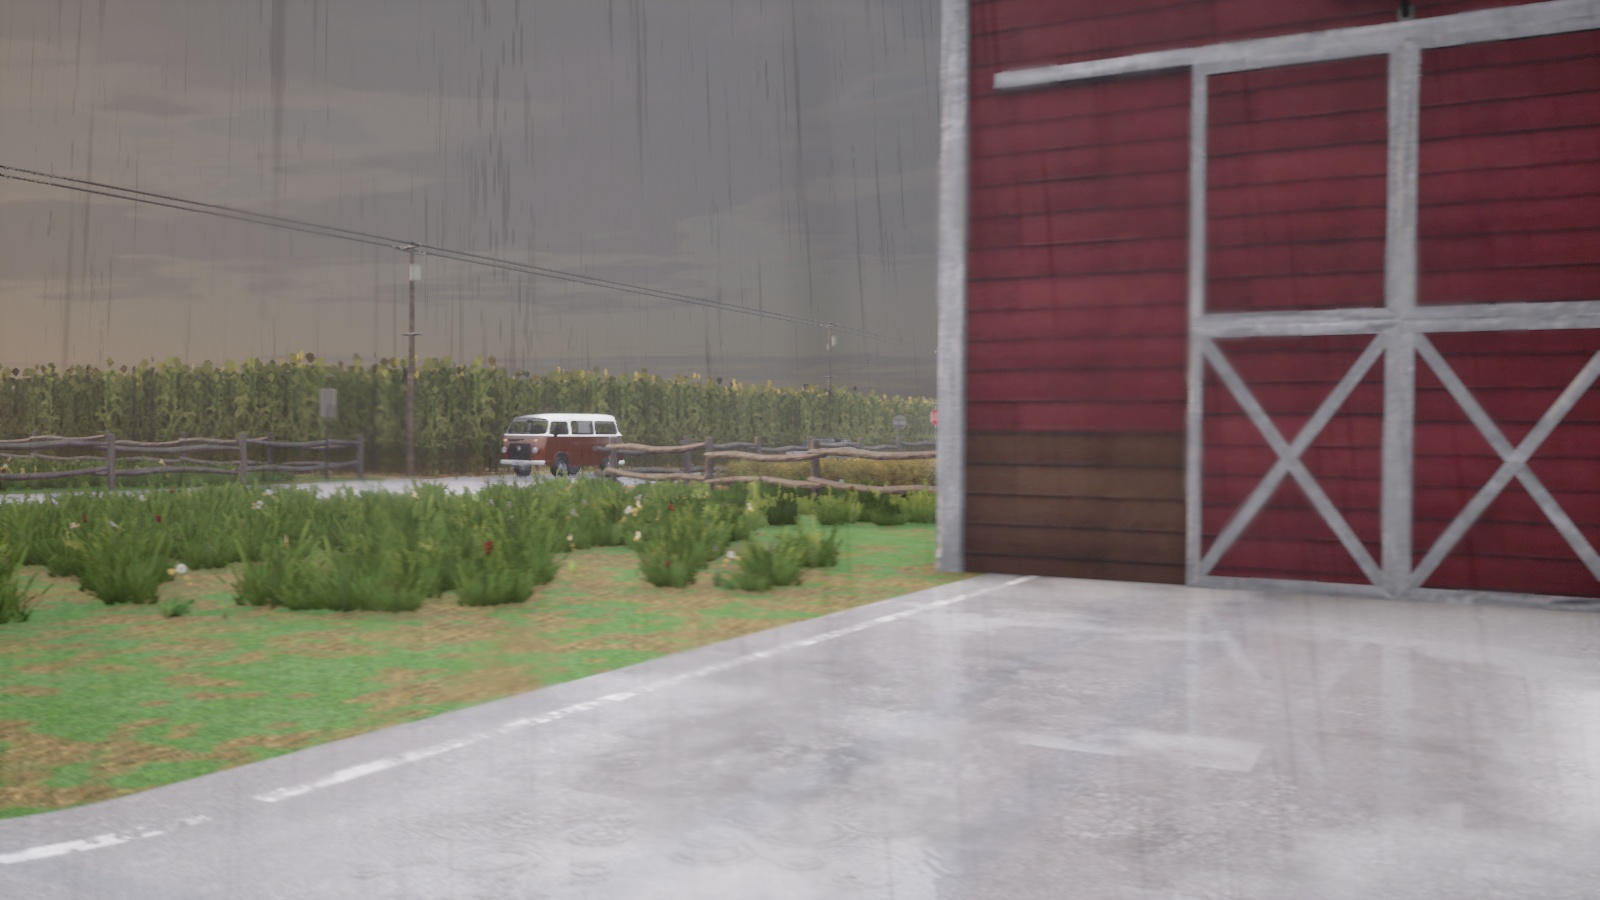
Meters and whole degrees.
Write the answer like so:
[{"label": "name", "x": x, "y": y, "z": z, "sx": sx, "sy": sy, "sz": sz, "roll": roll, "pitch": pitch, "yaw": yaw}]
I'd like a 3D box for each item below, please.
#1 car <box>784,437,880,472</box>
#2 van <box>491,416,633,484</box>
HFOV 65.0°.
[{"label": "car", "x": 1.326, "y": 0.139, "z": 49.877, "sx": 1.895, "sy": 1.301, "sz": 4.718, "roll": 0, "pitch": 1, "yaw": 28}, {"label": "van", "x": -7.526, "y": -0.024, "z": 40.101, "sx": 2.069, "sy": 2.038, "sz": 4.480, "roll": 0, "pitch": 1, "yaw": 28}]
